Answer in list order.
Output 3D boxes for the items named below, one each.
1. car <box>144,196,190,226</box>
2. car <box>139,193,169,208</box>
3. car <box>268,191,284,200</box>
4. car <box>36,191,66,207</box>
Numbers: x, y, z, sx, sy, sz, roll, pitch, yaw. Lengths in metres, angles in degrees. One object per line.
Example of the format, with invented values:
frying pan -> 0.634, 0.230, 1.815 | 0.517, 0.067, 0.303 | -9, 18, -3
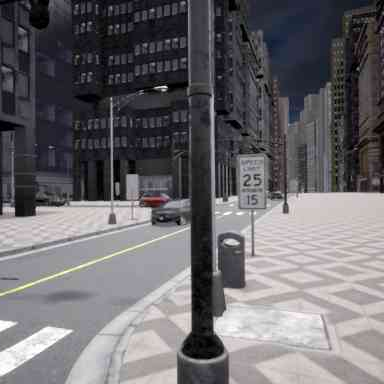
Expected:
car -> -0.893, 1.194, 21.005 | 1.882, 1.535, 5.008 | -1, 0, 19
car -> -3.158, 0.882, 34.677 | 4.553, 1.767, 2.097 | -1, 0, 24
car -> 14.663, 0.552, 56.793 | 1.837, 1.490, 4.892 | -1, 1, 19
car -> -18.004, 0.902, 40.193 | 5.566, 2.045, 2.150 | -1, -1, 19
